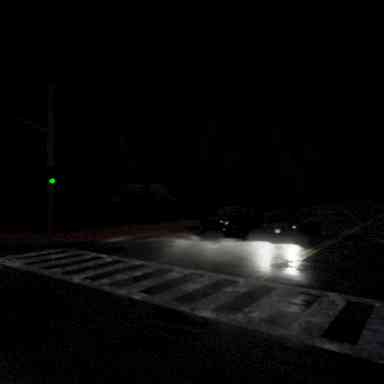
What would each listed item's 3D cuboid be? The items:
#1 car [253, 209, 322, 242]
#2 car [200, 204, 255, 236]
[{"bbox_3d":[4.942,1.555,16.407,1.994,1.385,4.181,0,0,35],"label":"car"},{"bbox_3d":[2.348,1.465,18.801,1.882,1.535,5.008,0,0,35],"label":"car"}]
